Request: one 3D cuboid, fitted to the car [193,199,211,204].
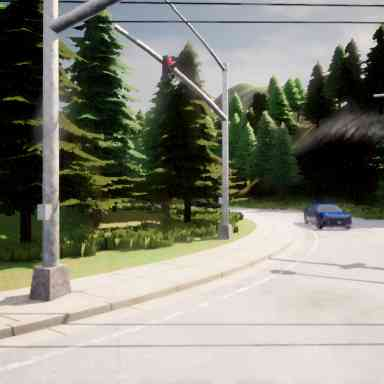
[{"bbox_3d":[2.597,1.548,43.074,2.033,1.411,5.357,0,0,-33],"label":"car"}]

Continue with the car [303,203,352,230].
[{"bbox_3d":[8.631,1.478,21.500,1.882,1.535,5.008,0,0,5],"label":"car"}]

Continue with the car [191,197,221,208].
[{"bbox_3d":[1.987,1.505,50.068,1.837,1.490,4.892,0,0,-37],"label":"car"}]
